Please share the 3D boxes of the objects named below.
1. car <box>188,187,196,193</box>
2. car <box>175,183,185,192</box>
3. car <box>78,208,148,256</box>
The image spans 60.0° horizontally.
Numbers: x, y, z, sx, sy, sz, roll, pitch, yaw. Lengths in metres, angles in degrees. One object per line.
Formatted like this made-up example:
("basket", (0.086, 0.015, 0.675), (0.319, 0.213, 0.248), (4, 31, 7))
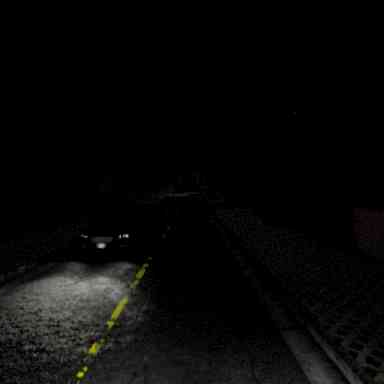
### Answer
("car", (0.018, -0.540, 76.825), (1.994, 1.385, 4.181), (0, 3, 0))
("car", (-2.732, -1.086, 76.929), (2.150, 2.045, 5.566), (0, 2, 0))
("car", (-2.842, 1.408, 12.874), (2.128, 1.511, 4.902), (0, 0, 0))
